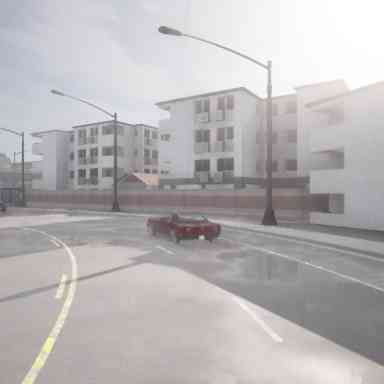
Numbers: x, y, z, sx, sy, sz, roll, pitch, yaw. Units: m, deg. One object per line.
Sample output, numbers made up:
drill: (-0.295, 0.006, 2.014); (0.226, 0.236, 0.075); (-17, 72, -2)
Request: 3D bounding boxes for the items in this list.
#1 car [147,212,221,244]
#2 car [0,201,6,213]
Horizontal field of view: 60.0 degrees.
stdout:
car: (-0.591, 1.601, 15.913); (1.895, 1.301, 4.718); (0, 0, -27)
car: (-18.873, 1.505, 29.570); (4.892, 1.490, 1.837); (0, 0, 36)
